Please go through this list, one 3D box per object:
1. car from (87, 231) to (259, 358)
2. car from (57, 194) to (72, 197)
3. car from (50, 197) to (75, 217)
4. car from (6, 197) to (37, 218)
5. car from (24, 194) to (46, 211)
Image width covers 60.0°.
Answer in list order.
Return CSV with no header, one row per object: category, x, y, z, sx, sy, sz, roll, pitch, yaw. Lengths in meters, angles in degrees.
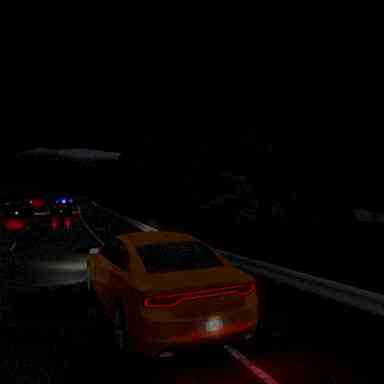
car,-0.780,1.478,6.321,1.882,1.535,5.008,0,0,-25
car,-15.795,1.221,41.320,2.150,2.045,5.566,0,0,-19
car,-12.283,1.492,31.451,2.128,1.511,4.902,0,0,-19
car,-15.435,1.505,30.003,1.837,1.490,4.892,0,0,-20
car,-18.939,1.221,39.872,2.150,2.045,5.566,0,0,-19
